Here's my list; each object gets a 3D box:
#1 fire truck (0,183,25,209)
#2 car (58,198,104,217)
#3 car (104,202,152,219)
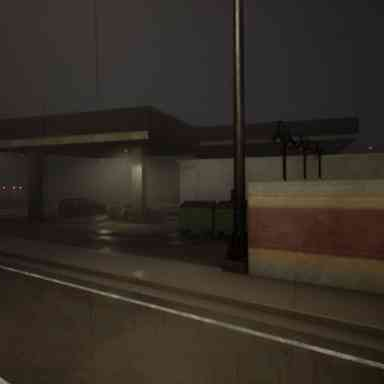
[{"bbox_3d":[-29.063,0.611,48.325,2.891,3.827,8.468,0,0,37],"label":"fire truck"},{"bbox_3d":[-10.409,1.440,31.972,2.242,1.667,4.611,0,0,37],"label":"car"},{"bbox_3d":[-5.340,1.570,29.161,1.970,1.475,3.806,0,0,37],"label":"car"}]
